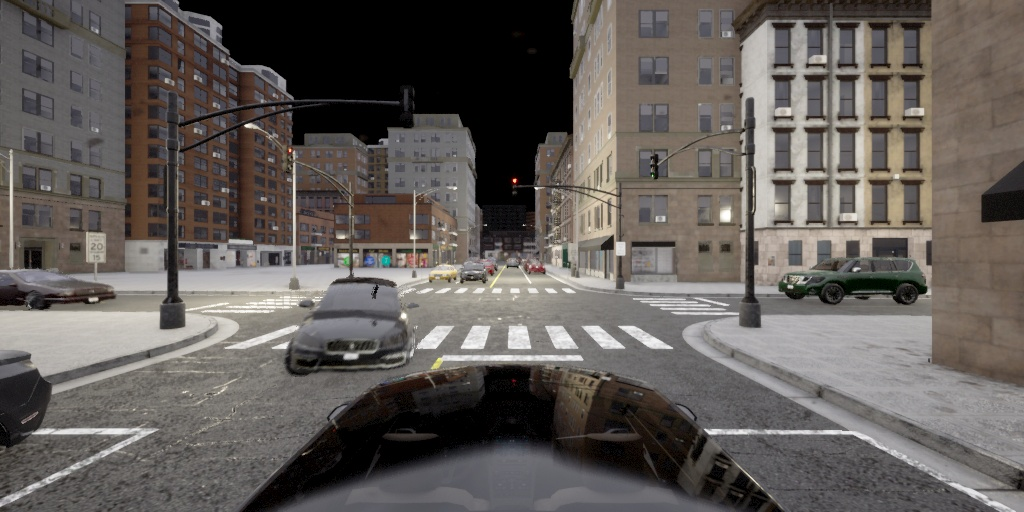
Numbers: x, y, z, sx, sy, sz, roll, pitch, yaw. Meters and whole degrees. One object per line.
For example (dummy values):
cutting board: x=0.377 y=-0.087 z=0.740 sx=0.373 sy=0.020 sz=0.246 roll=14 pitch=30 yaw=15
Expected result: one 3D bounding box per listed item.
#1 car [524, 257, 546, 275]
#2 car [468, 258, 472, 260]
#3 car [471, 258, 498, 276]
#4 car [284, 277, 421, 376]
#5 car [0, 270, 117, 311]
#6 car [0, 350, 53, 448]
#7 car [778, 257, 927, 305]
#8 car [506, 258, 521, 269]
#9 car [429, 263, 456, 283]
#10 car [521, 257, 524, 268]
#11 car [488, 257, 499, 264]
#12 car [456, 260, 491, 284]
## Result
car: x=2.651 y=1.191 z=39.808 sx=1.967 sy=1.591 sz=4.097 roll=0 pitch=0 yaw=0
car: x=-5.372 y=1.302 z=45.473 sx=2.007 sy=1.370 sz=4.403 roll=0 pitch=0 yaw=0
car: x=-2.839 y=1.229 z=37.536 sx=1.882 sy=1.535 sz=5.008 roll=0 pitch=0 yaw=0
car: x=-3.171 y=1.257 z=7.692 sx=1.837 sy=1.490 sz=4.892 roll=4 pitch=-1 yaw=-19
car: x=-18.180 y=1.214 z=13.302 sx=5.357 sy=1.411 sz=2.033 roll=0 pitch=0 yaw=0
car: x=-5.388 y=1.300 z=1.642 sx=2.007 sy=1.370 sz=4.403 roll=0 pitch=0 yaw=0
car: x=15.349 y=1.056 z=16.293 sx=5.566 sy=2.045 sz=2.150 roll=0 pitch=0 yaw=-2
car: x=0.114 y=1.317 z=58.538 sx=1.994 sy=1.385 sz=4.181 roll=0 pitch=0 yaw=1
car: x=-5.379 y=1.276 z=28.317 sx=1.751 sy=1.417 sz=4.829 roll=0 pitch=0 yaw=0
car: x=2.653 y=1.066 z=45.470 sx=2.192 sy=1.841 sz=5.009 roll=0 pitch=0 yaw=0
car: x=-2.820 y=1.257 z=47.952 sx=1.837 sy=1.490 sz=4.892 roll=0 pitch=0 yaw=0
car: x=-2.819 y=1.255 z=27.219 sx=1.837 sy=1.490 sz=4.892 roll=0 pitch=0 yaw=-1
